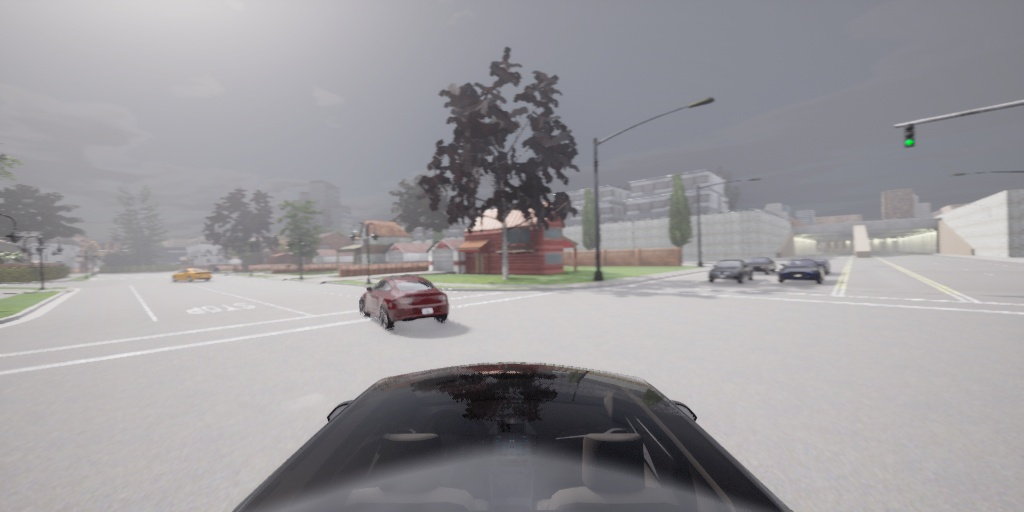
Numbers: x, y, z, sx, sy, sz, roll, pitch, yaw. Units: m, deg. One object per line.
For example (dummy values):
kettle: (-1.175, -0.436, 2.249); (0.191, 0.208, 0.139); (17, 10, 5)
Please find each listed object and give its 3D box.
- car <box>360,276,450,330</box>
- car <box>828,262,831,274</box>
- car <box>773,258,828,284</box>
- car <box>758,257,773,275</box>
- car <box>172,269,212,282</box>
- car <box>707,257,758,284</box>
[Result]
car: (-3.588, 1.376, 11.688); (1.812, 1.442, 4.674); (-1, 0, -34)
car: (23.736, 0.791, 28.242); (1.895, 1.301, 4.718); (-1, 0, 44)
car: (17.694, 0.901, 21.905); (1.994, 1.385, 4.181); (-1, 0, 44)
car: (21.045, 0.807, 30.475); (2.033, 1.411, 5.357); (-1, 0, 44)
car: (-37.310, 2.212, 41.771); (5.008, 1.535, 1.882); (-1, 0, 22)
car: (14.417, 0.946, 23.545); (1.812, 1.442, 4.674); (-1, 0, 44)
